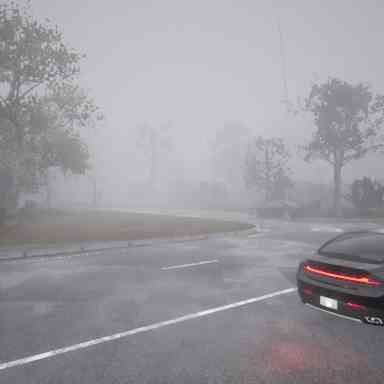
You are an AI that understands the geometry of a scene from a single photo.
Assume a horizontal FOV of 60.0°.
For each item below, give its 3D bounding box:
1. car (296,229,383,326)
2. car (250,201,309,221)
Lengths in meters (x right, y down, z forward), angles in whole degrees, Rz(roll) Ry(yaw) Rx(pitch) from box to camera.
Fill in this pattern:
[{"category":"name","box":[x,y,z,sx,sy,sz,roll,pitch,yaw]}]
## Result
[{"category":"car","box":[4.144,1.505,6.671,4.892,1.490,1.837,0,0,-35]},{"category":"car","box":[7.092,1.477,27.593,1.882,1.535,5.008,-1,1,-44]}]
